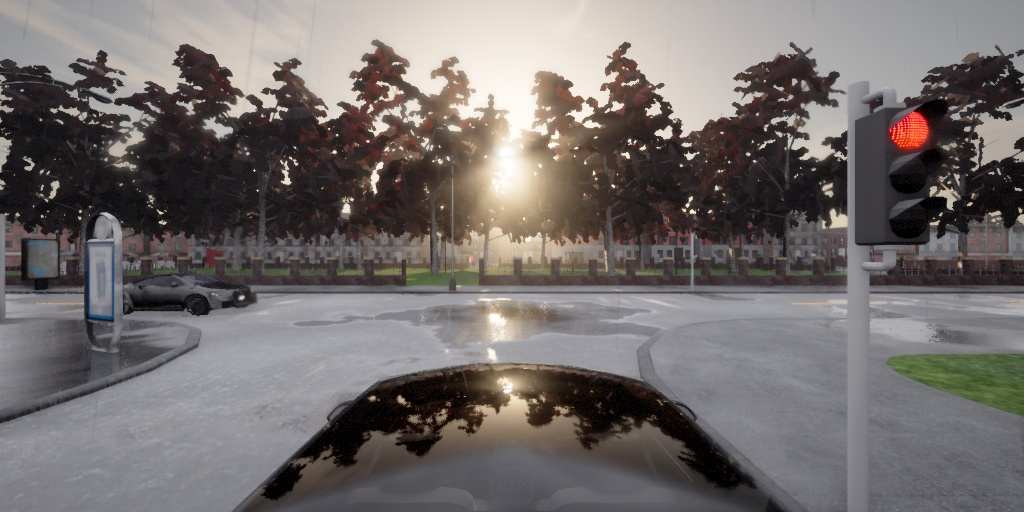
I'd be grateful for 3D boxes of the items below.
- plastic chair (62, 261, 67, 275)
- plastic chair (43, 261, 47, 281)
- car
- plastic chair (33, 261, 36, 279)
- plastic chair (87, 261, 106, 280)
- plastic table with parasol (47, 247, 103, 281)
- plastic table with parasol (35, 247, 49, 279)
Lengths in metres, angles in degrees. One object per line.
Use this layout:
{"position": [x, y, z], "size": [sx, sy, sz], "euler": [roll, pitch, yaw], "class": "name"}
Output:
{"position": [-38.292, 1.306, 31.256], "size": [0.750, 1.272, 0.730], "euler": [0, 0, -35], "class": "plastic chair"}
{"position": [-40.225, 1.293, 31.484], "size": [0.730, 1.272, 0.750], "euler": [0, 0, -40], "class": "plastic chair"}
{"position": [-11.614, 1.314, 12.807], "size": [4.181, 1.385, 1.994], "euler": [0, 0, 1], "class": "car"}
{"position": [-44.624, 1.295, 34.121], "size": [0.730, 1.272, 0.750], "euler": [0, 0, -41], "class": "plastic chair"}
{"position": [-38.197, 1.296, 32.962], "size": [0.730, 1.272, 0.750], "euler": [0, 0, -40], "class": "plastic chair"}
{"position": [-39.195, 0.694, 32.229], "size": [2.482, 2.480, 2.482], "euler": [0, 0, -40], "class": "plastic table with parasol"}
{"position": [-43.616, 0.620, 34.871], "size": [2.482, 2.480, 2.482], "euler": [0, 0, -39], "class": "plastic table with parasol"}
